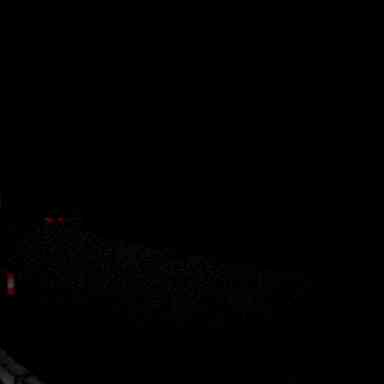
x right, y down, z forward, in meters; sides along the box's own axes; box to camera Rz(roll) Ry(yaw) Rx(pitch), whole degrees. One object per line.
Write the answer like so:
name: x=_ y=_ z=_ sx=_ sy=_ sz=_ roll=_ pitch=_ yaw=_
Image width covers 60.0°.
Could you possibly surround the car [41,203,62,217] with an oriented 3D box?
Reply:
car: x=-16.730 y=2.104 z=39.437 sx=2.128 sy=1.511 sz=4.902 roll=-2 pitch=0 yaw=-29
